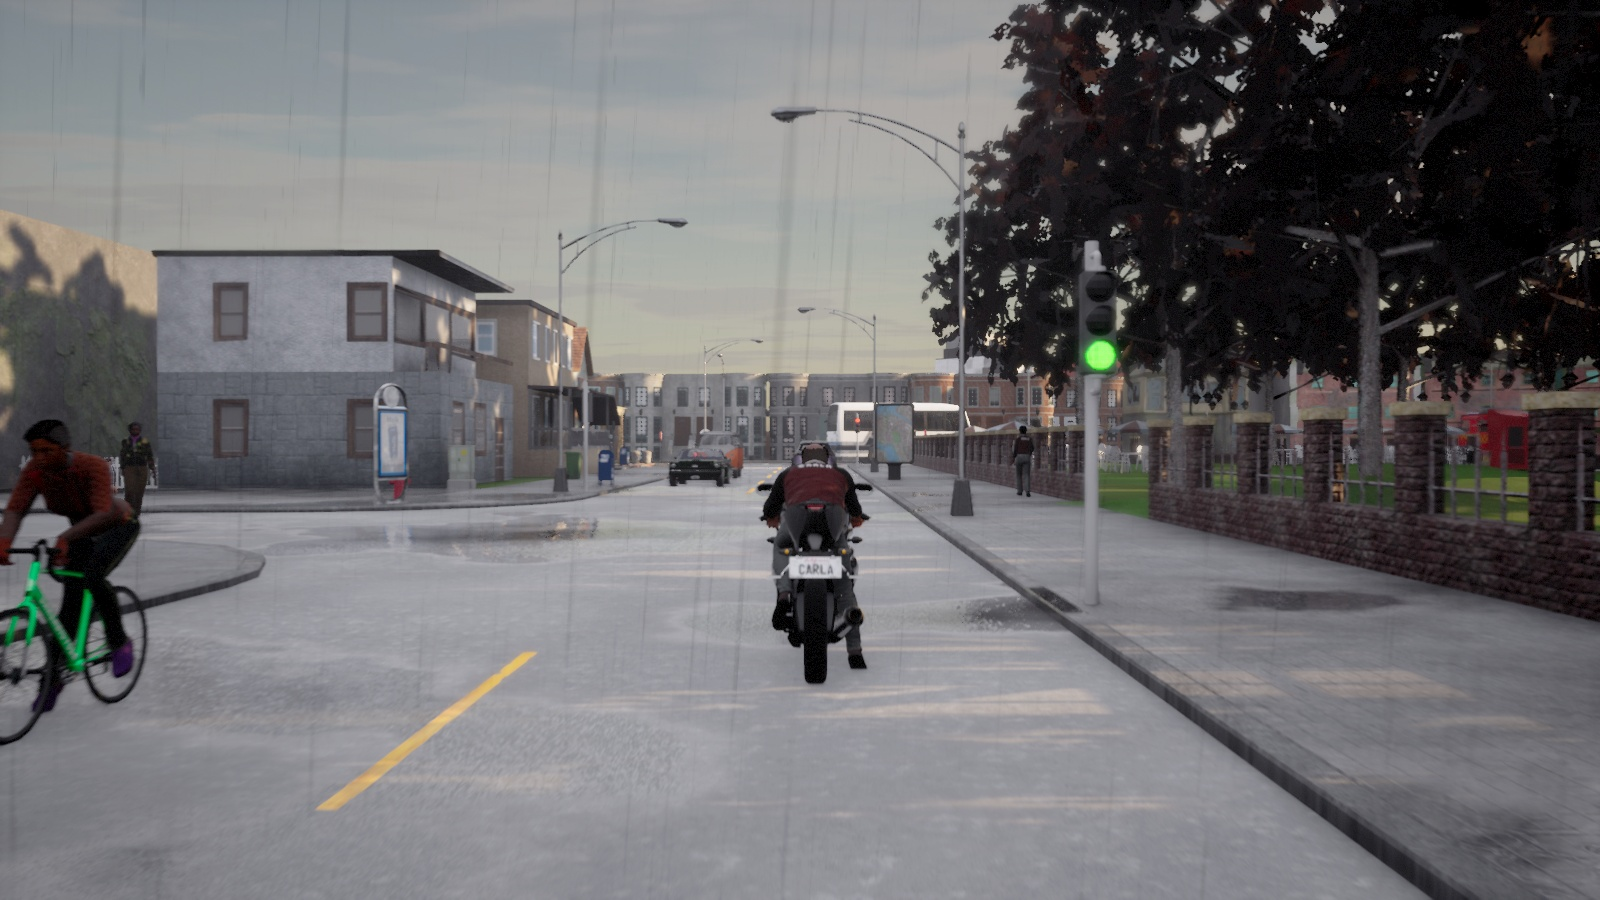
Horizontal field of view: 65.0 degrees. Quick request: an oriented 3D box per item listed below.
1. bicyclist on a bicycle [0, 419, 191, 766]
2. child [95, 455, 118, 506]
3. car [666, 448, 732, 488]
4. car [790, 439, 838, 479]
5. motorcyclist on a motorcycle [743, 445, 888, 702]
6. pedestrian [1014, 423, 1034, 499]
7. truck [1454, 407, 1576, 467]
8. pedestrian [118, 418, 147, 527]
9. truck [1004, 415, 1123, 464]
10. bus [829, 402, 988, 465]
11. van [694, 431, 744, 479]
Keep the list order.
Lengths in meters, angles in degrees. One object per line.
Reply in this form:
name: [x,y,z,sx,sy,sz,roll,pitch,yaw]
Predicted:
bicyclist on a bicycle: [-3.939,0.658,6.682,0.582,1.620,1.656,0,1,0]
child: [-15.213,0.665,27.530,0.394,1.110,0.255,0,0,24]
car: [-3.506,0.589,44.335,1.895,1.301,4.718,0,0,1]
car: [0.611,0.360,55.203,2.033,1.649,4.856,0,0,1]
motorcyclist on a motorcycle: [0.100,0.732,8.604,0.866,1.530,2.191,0,0,1]
pedestrian: [5.724,0.276,32.154,0.402,1.930,0.666,0,0,1]
truck: [47.855,-0.867,84.416,2.891,3.827,8.468,0,0,-5]
pedestrian: [-11.990,0.396,22.571,0.395,1.930,0.692,0,0,-22]
truck: [18.797,-0.737,90.003,7.936,3.462,2.891,0,0,1]
bus: [7.450,-1.124,87.093,10.273,4.253,3.944,0,0,-13]
van: [-3.408,0.190,53.365,1.775,1.987,4.442,0,0,1]
